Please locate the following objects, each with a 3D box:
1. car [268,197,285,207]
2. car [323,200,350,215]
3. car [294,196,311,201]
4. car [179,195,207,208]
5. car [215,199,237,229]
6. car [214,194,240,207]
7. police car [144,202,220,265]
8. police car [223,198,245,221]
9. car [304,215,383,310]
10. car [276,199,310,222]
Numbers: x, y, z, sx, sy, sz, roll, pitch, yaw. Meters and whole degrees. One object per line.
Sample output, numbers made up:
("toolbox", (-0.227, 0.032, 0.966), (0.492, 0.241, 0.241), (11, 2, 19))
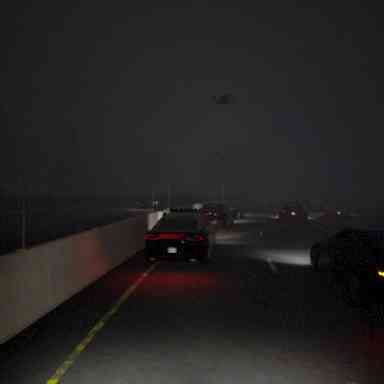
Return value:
("car", (11.768, 1.338, 44.888), (1.812, 1.442, 4.674), (0, 0, 32))
("car", (12.321, 1.417, 28.426), (1.812, 1.442, 4.674), (0, 0, 19))
("car", (18.003, 1.379, 54.783), (1.895, 1.301, 4.718), (0, 0, 36))
("car", (0.194, 1.264, 45.024), (1.882, 1.535, 5.008), (0, 0, 26))
("car", (1.519, 1.409, 20.945), (1.837, 1.490, 4.892), (0, 0, 13))
("car", (4.981, 1.140, 46.703), (2.097, 1.767, 4.553), (0, 0, 29))
("police car", (-0.207, 1.369, 11.632), (1.930, 1.638, 5.238), (0, 0, 8))
("police car", (3.039, 1.305, 26.605), (1.930, 1.638, 5.238), (0, 0, 17))
("car", (4.129, 1.498, 7.554), (1.812, 1.442, 4.674), (0, 0, 5))
("car", (7.499, 1.462, 24.772), (1.994, 1.385, 4.181), (0, 0, 16))
